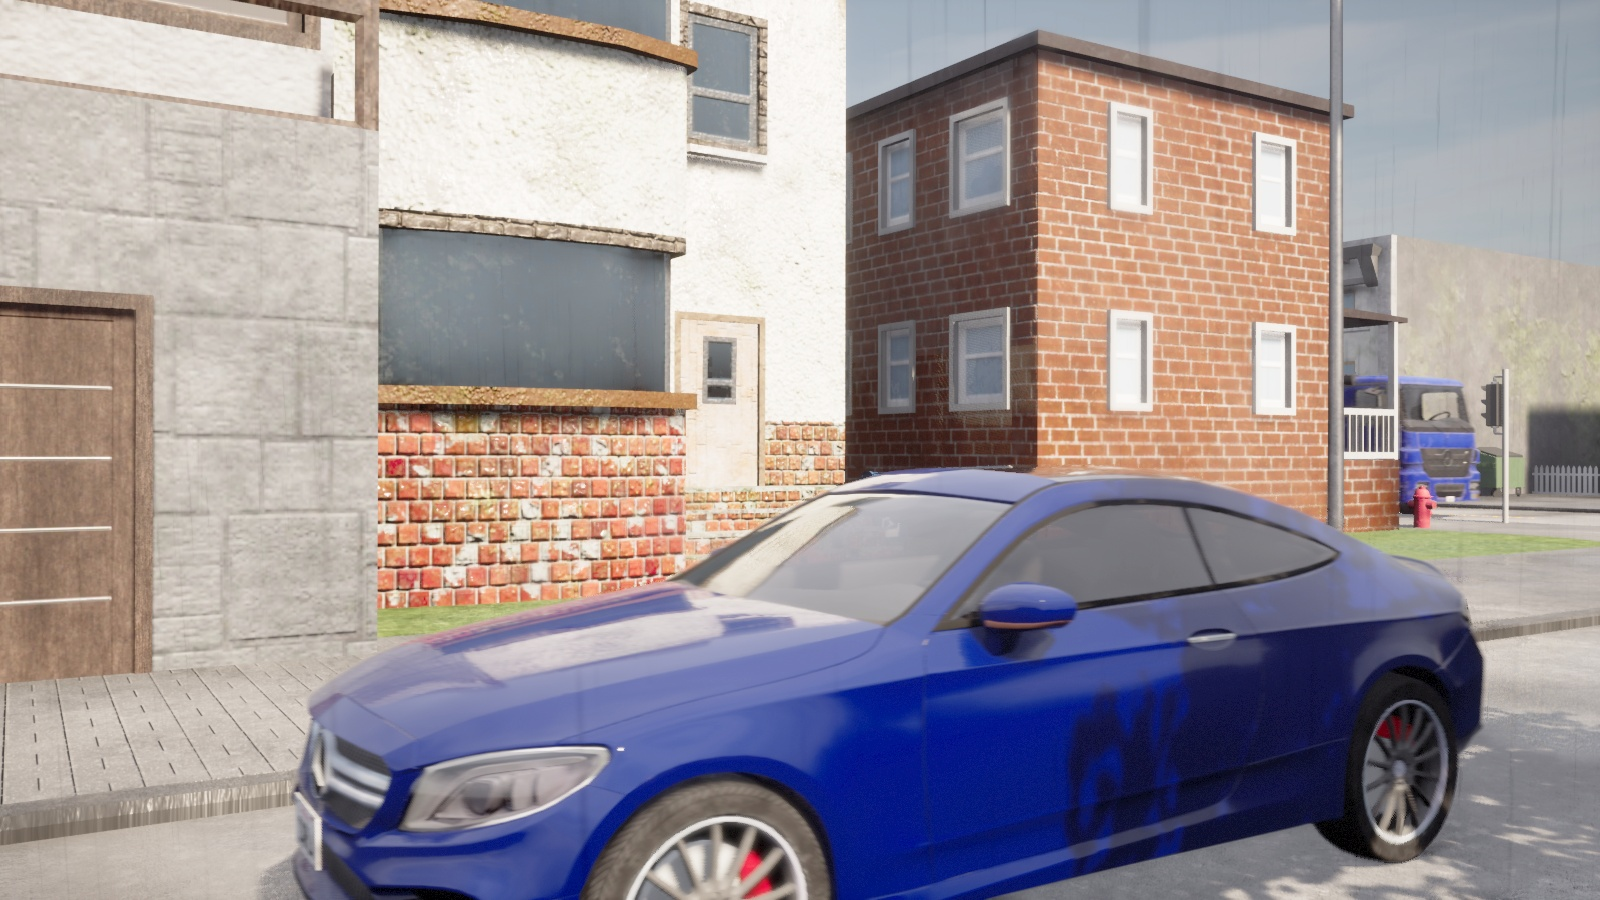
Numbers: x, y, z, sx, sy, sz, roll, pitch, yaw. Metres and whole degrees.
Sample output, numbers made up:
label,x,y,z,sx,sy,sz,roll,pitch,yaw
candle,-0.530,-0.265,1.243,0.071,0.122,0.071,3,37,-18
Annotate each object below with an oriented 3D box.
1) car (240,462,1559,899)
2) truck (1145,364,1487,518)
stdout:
label,x,y,z,sx,sy,sz,roll,pitch,yaw
car,0.610,0.781,4.624,4.674,1.442,1.812,0,0,-32
truck,12.931,-0.185,32.327,2.891,3.462,7.936,0,0,-32
